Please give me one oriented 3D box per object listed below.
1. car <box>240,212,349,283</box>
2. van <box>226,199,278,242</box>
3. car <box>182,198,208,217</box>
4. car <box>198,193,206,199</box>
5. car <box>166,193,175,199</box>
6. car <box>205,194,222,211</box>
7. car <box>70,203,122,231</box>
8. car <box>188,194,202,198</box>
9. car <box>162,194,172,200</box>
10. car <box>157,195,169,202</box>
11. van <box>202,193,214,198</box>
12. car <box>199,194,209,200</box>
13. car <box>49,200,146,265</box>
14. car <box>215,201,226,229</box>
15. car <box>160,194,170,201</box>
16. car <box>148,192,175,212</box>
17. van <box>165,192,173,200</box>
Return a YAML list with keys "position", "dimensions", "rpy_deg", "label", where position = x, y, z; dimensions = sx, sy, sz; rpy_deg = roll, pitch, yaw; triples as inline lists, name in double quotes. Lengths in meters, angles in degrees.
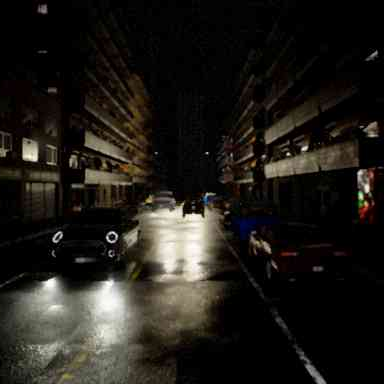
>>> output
- position: [2.688, 1.491, 9.323]
  dimensions: [1.887, 1.381, 4.507]
  rpy_deg: [0, 0, 0]
  label: "car"
- position: [2.690, 1.257, 14.845]
  dimensions: [1.690, 1.788, 3.998]
  rpy_deg: [0, 0, 0]
  label: "van"
- position: [0.119, 1.439, 28.981]
  dimensions: [1.895, 1.301, 4.718]
  rpy_deg: [0, 0, 0]
  label: "car"
- position: [2.735, 1.064, 92.173]
  dimensions: [2.008, 1.369, 4.403]
  rpy_deg: [-1, 0, 0]
  label: "car"
- position: [-5.650, 0.981, 86.667]
  dimensions: [1.967, 1.590, 4.097]
  rpy_deg: [-1, 0, 0]
  label: "car"
- position: [2.703, 1.319, 37.109]
  dimensions: [1.752, 1.417, 4.829]
  rpy_deg: [-1, 0, 0]
  label: "car"
- position: [-5.687, 1.430, 20.387]
  dimensions: [1.887, 1.381, 4.507]
  rpy_deg: [0, 0, 0]
  label: "car"
- position: [0.105, 1.281, 44.350]
  dimensions: [1.812, 1.442, 4.674]
  rpy_deg: [0, 0, 0]
  label: "car"
- position: [-5.656, 1.140, 75.621]
  dimensions: [1.887, 1.381, 4.507]
  rpy_deg: [-1, 0, 0]
  label: "car"
- position: [-5.661, 1.217, 64.573]
  dimensions: [1.947, 1.339, 4.313]
  rpy_deg: [0, 0, 0]
  label: "car"
- position: [2.708, 1.078, 47.986]
  dimensions: [1.690, 1.788, 3.998]
  rpy_deg: [-1, 0, 0]
  label: "van"
- position: [2.725, 1.146, 75.602]
  dimensions: [2.008, 1.369, 4.403]
  rpy_deg: [-1, 0, 0]
  label: "car"
- position: [-3.077, 1.287, 11.457]
  dimensions: [2.097, 1.767, 4.553]
  rpy_deg: [0, 0, 0]
  label: "car"
- position: [2.695, 1.451, 20.370]
  dimensions: [1.947, 1.339, 4.313]
  rpy_deg: [0, 0, 0]
  label: "car"
- position: [-5.658, 1.168, 70.097]
  dimensions: [1.887, 1.381, 4.507]
  rpy_deg: [-1, 0, 0]
  label: "car"
- position: [-3.018, 1.025, 35.531]
  dimensions: [2.150, 2.045, 5.566]
  rpy_deg: [0, 0, 1]
  label: "car"
- position: [-5.654, 0.909, 81.143]
  dimensions: [1.690, 1.788, 3.998]
  rpy_deg: [-1, 0, 0]
  label: "van"
